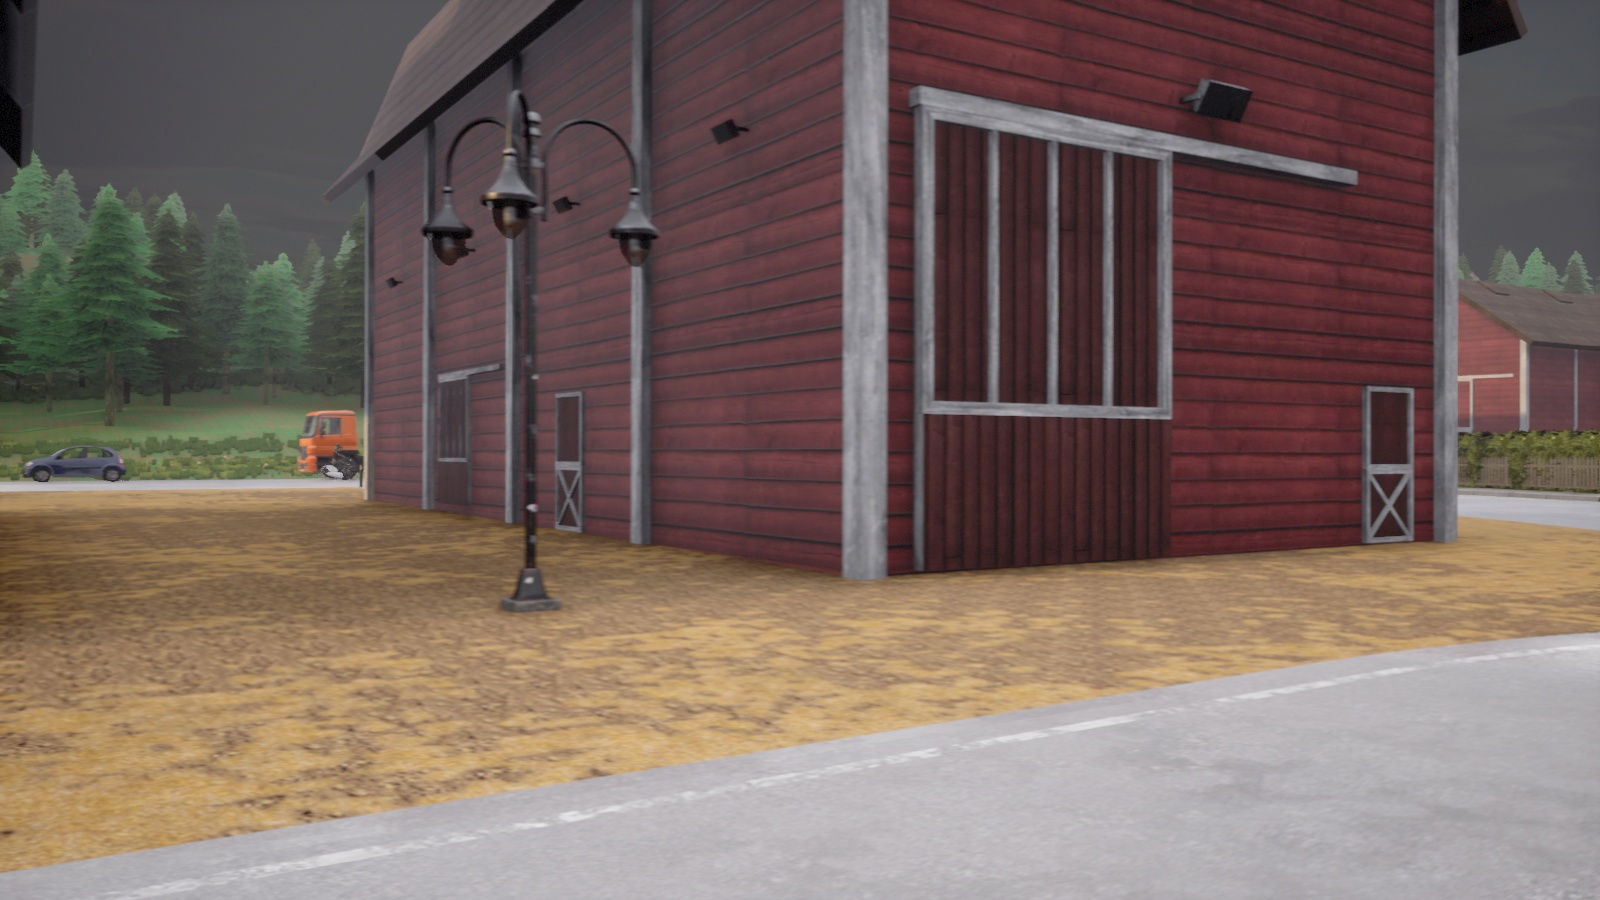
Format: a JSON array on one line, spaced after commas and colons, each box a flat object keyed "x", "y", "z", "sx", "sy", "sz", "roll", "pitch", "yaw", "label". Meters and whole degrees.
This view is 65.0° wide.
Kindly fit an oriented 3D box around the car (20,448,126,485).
[{"x": -32.058, "y": 0.707, "z": 55.378, "sx": 3.988, "sy": 1.617, "sz": 1.851, "roll": 0, "pitch": 0, "yaw": -31, "label": "car"}]

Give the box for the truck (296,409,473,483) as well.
[{"x": -20.579, "y": -0.181, "z": 62.369, "sx": 7.936, "sy": 3.462, "sz": 2.891, "roll": 0, "pitch": 0, "yaw": -31, "label": "truck"}]

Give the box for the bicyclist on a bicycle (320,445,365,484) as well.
[{"x": -21.109, "y": 0.662, "z": 57.945, "sx": 1.843, "sy": 1.776, "sz": 0.659, "roll": 0, "pitch": 0, "yaw": -31, "label": "bicyclist on a bicycle"}]
